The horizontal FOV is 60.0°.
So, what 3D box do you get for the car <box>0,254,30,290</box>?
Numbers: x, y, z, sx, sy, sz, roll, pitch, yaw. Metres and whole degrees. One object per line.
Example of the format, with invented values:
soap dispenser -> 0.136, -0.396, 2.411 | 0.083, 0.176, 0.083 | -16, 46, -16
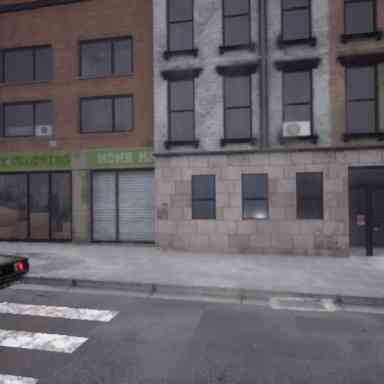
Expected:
car -> -6.007, 1.598, 6.842 | 4.718, 1.301, 1.895 | 0, -1, 11
